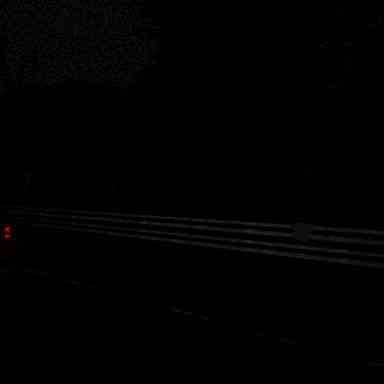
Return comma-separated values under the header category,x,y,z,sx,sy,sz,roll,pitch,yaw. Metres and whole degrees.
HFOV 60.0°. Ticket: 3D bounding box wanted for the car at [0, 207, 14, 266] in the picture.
category,x,y,z,sx,sy,sz,roll,pitch,yaw
car,-7.276,1.136,8.571,5.566,2.045,2.150,1,-1,20
